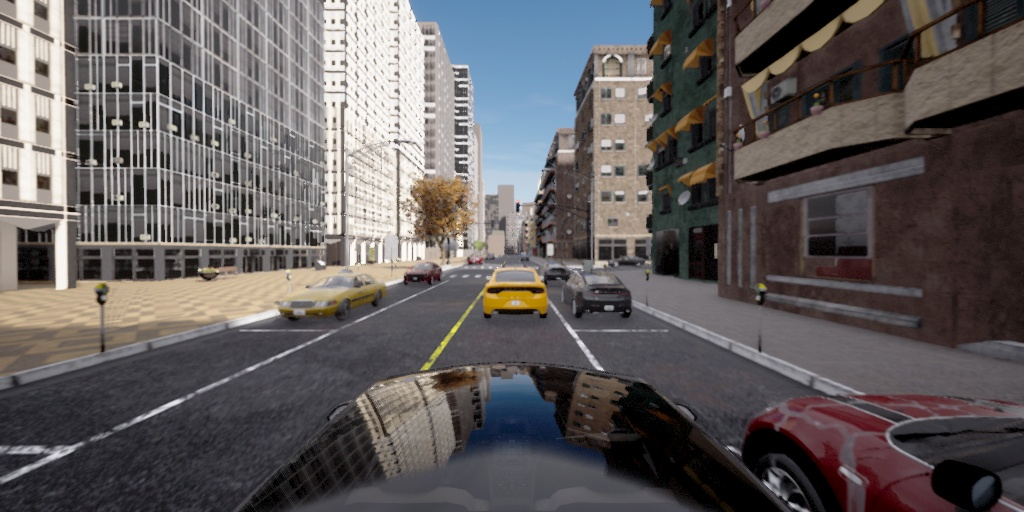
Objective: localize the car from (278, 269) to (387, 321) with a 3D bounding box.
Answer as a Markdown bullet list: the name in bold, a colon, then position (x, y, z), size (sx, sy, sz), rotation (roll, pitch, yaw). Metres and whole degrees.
- **car**: position (-5.678, 1.153, 11.991), size (1.751, 1.417, 4.829), rotation (0, 0, 0)

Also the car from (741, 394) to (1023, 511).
- **car**: position (2.687, 1.197, 1.086), size (1.967, 1.591, 4.097), rotation (0, 0, 0)

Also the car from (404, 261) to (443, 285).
- **car**: position (-5.664, 1.046, 23.226), size (1.888, 1.381, 4.507), rotation (0, 0, 0)

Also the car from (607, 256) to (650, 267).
- **car**: position (13.487, 0.626, 42.613), size (4.403, 1.370, 2.007), rotation (0, 0, 0)

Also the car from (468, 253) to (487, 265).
- **car**: position (-5.622, 0.463, 55.611), size (2.192, 1.841, 5.009), rotation (0, 0, 0)

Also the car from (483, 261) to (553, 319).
- **car**: position (0.102, 1.104, 12.244), size (1.882, 1.535, 5.008), rotation (0, 1, 0)

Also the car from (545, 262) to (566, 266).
- **car**: position (2.716, 1.051, 23.215), size (2.007, 1.370, 4.403), rotation (0, 0, 0)

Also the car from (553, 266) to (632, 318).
- **car**: position (2.702, 1.178, 12.150), size (2.007, 1.370, 4.403), rotation (0, 0, 0)

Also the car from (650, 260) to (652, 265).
- **car**: position (18.885, 0.523, 42.660), size (4.829, 1.417, 1.751), rotation (0, 0, 0)
